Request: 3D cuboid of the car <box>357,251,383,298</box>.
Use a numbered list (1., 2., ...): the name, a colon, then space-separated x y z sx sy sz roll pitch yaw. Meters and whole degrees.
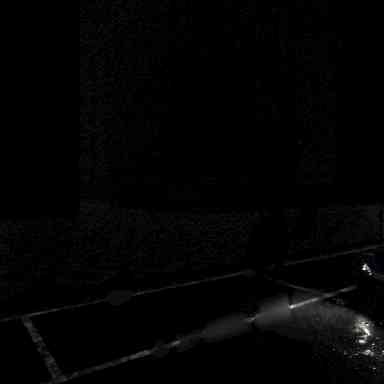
1. car: 5.557 1.513 7.337 4.674 1.442 1.812 0 0 -35
